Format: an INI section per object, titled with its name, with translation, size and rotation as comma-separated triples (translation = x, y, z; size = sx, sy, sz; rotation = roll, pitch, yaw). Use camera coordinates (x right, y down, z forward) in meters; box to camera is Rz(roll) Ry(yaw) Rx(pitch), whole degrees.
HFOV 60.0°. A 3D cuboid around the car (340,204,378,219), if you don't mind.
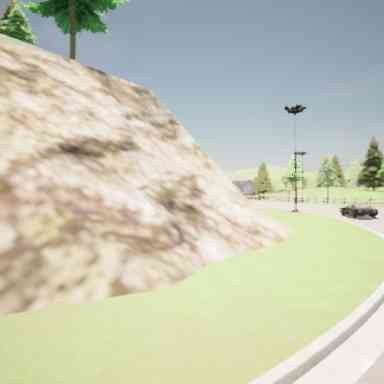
[car]
translation = 15.362, 1.724, 30.905
size = 1.895, 1.301, 4.718
rotation = 0, 0, 7
